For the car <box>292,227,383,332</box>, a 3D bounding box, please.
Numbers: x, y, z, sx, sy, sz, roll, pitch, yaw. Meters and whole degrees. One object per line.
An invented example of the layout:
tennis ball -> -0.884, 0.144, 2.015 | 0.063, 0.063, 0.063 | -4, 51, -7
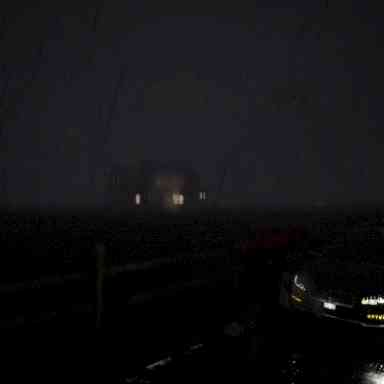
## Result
car -> 3.907, 1.553, 6.972 | 4.892, 1.490, 1.837 | 0, -1, -44
